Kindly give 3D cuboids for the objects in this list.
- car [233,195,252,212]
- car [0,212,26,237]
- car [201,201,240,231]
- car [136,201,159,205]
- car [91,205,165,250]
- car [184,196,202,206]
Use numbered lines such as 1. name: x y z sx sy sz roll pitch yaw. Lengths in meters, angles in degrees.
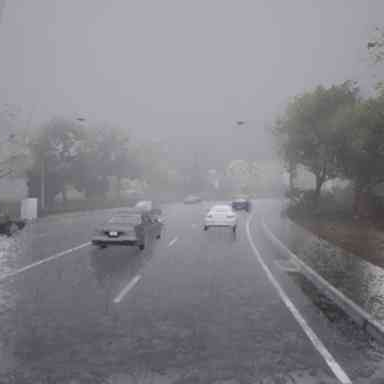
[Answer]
1. car: 5.766 1.459 38.245 1.882 1.535 5.008 0 0 16
2. car: -9.671 1.553 14.923 1.895 1.301 4.718 0 0 6
3. car: 1.851 1.511 20.559 1.812 1.442 4.674 0 0 9
4. car: -3.954 1.478 28.861 1.812 1.442 4.674 0 0 12
5. car: -2.527 1.524 14.332 2.033 1.411 5.357 0 0 6
6. car: 0.196 1.431 54.989 1.837 1.490 4.892 0 0 22
